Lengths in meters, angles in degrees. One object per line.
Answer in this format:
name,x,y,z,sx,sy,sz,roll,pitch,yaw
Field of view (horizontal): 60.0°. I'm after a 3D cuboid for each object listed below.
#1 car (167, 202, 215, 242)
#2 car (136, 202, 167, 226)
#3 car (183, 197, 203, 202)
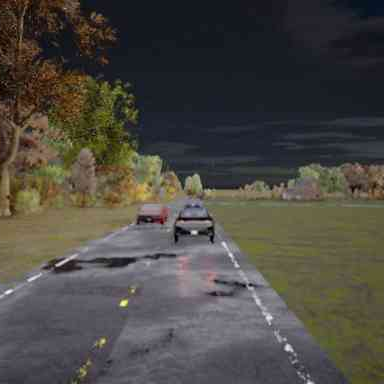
car,0.099,1.495,16.479,2.128,1.511,4.902,0,0,0
car,-2.753,1.483,23.747,1.882,1.535,5.008,0,0,0
car,0.095,1.362,35.523,2.097,1.767,4.553,0,0,0
